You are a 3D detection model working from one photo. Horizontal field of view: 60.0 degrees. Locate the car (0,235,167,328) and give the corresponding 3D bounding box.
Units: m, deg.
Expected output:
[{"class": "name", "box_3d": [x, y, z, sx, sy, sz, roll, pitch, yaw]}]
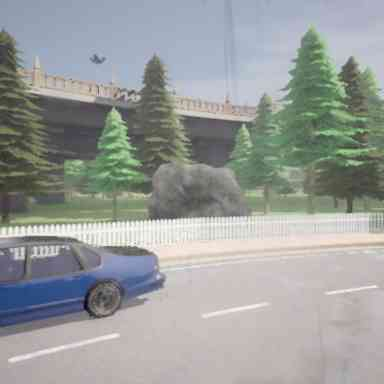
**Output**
[{"class": "car", "box_3d": [-3.113, 1.521, 5.829, 5.357, 1.411, 2.033, 0, 0, -33]}]
